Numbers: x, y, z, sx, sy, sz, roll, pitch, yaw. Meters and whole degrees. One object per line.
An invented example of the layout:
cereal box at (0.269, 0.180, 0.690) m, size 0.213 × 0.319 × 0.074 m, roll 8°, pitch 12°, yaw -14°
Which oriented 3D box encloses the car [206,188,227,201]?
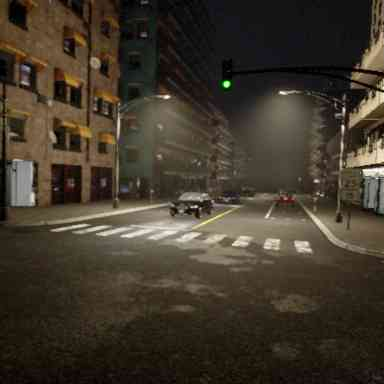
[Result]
car at (3.225, 0.291, 42.388) m, size 1.752 × 1.417 × 4.829 m, roll 2°, pitch 2°, yaw 16°

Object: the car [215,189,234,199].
car at (4.791, 0.216, 48.014) m, size 1.947 × 1.339 × 4.313 m, roll 2°, pitch 2°, yaw 16°

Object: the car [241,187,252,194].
car at (12.384, -0.369, 75.326) m, size 1.887 × 1.381 × 4.507 m, roll 2°, pitch 2°, yaw 16°

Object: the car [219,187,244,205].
car at (4.112, 0.523, 35.955) m, size 1.812 × 1.442 × 4.674 m, roll 3°, pitch 2°, yaw 16°

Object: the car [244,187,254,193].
car at (13.876, -0.445, 80.797) m, size 1.802 × 1.307 × 4.206 m, roll 2°, pitch 2°, yaw 16°

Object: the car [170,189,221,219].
car at (0.104, 0.785, 21.552) m, size 2.128 × 1.511 × 4.902 m, roll 3°, pitch 2°, yaw 17°

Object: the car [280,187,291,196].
car at (20.427, -0.232, 73.050) m, size 2.192 × 1.841 × 5.009 m, roll 2°, pitch 2°, yaw 16°

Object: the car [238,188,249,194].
car at (10.875, -0.219, 69.862) m, size 1.802 × 1.307 × 4.206 m, roll 2°, pitch 2°, yaw 16°

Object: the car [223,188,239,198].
car at (6.268, 0.066, 53.311) m, size 1.752 × 1.417 × 4.829 m, roll 2°, pitch 2°, yaw 16°

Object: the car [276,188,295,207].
car at (9.777, 0.681, 34.821) m, size 1.967 × 1.590 × 4.097 m, roll 2°, pitch 2°, yaw 16°

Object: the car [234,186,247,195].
car at (9.357, -0.248, 64.396) m, size 1.967 × 1.590 × 4.097 m, roll 2°, pitch 2°, yaw 16°

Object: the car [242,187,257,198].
car at (9.300, 0.213, 54.273) m, size 2.033 × 1.411 × 5.357 m, roll 3°, pitch 2°, yaw 15°

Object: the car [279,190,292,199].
car at (15.859, 0.341, 56.672) m, size 2.008 × 1.369 × 4.403 m, roll 2°, pitch 2°, yaw 16°

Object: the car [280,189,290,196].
car at (18.901, 0.110, 67.595) m, size 1.887 × 1.381 × 4.507 m, roll 2°, pitch 2°, yaw 16°

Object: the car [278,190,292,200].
car at (14.337, 0.469, 51.210) m, size 1.947 × 1.339 × 4.313 m, roll 2°, pitch 2°, yaw 16°

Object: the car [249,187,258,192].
car at (16.928, -0.707, 91.717) m, size 1.887 × 1.381 × 4.507 m, roll 2°, pitch 2°, yaw 16°
